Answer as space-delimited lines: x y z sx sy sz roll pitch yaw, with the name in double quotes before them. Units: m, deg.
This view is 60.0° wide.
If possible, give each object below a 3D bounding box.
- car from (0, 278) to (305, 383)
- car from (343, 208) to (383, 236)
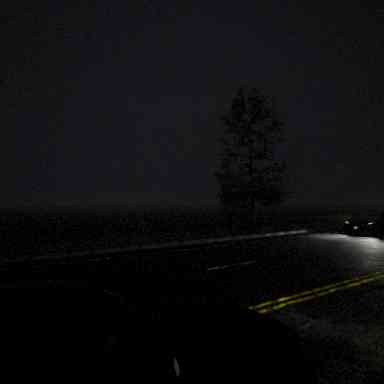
"car" -1.173 1.484 2.612 5.008 1.535 1.882 1 -1 -36
"car" 10.882 1.719 19.736 4.674 1.442 1.812 1 0 -37
